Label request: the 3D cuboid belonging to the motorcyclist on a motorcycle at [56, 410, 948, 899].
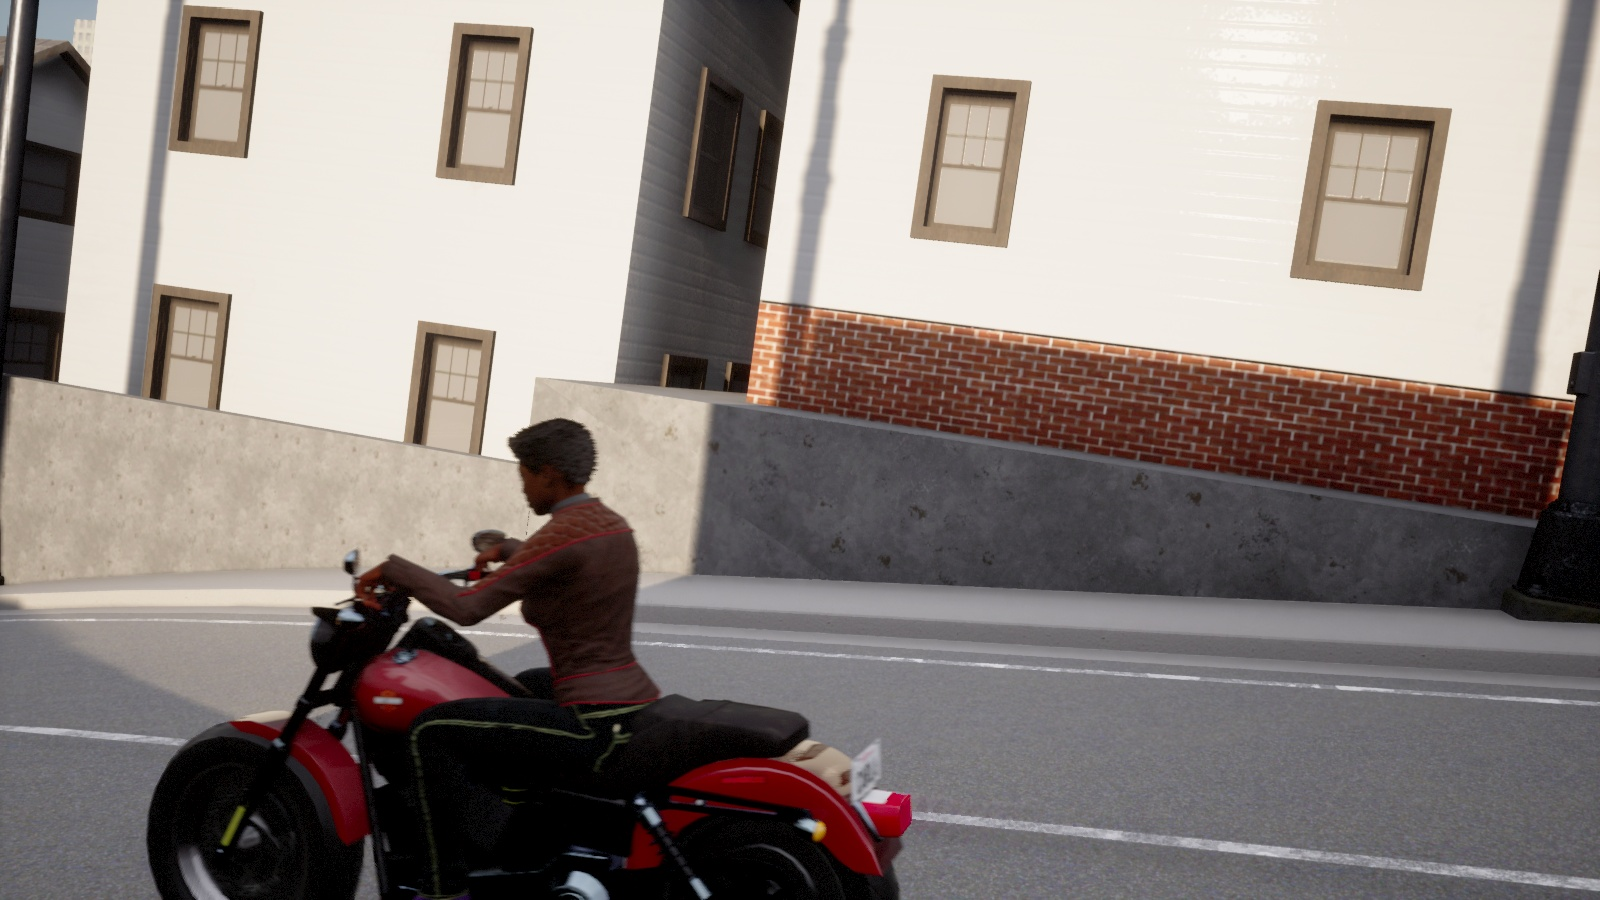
[{"bbox_3d":[-0.830,0.724,3.483,2.350,1.649,0.766,0,1,19],"label":"motorcyclist on a motorcycle"}]
